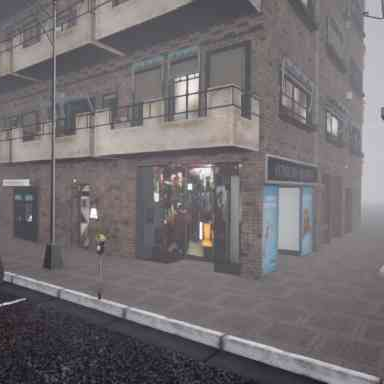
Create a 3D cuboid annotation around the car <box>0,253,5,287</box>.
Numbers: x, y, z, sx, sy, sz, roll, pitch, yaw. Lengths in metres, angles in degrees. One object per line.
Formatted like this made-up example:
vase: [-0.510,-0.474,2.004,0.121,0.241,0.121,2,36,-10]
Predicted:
car: [-6.032,1.524,7.556,4.674,1.442,1.812,0,0,35]
